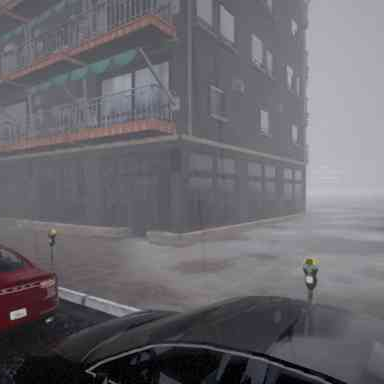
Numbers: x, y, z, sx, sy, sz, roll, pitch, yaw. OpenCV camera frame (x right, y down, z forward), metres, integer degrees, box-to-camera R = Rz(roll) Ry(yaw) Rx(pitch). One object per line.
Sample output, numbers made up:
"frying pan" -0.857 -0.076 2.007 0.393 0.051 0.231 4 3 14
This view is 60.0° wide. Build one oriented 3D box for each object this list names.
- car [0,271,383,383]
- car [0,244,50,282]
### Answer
"car" 0.383 1.566 2.602 4.313 1.339 1.947 0 0 36
"car" -4.205 1.545 5.876 4.507 1.381 1.887 0 0 36
